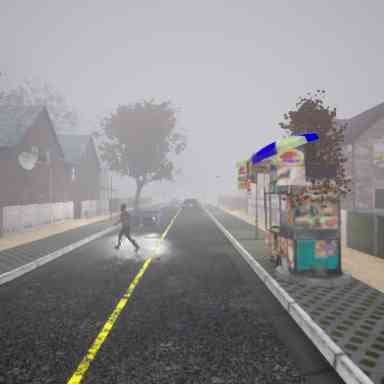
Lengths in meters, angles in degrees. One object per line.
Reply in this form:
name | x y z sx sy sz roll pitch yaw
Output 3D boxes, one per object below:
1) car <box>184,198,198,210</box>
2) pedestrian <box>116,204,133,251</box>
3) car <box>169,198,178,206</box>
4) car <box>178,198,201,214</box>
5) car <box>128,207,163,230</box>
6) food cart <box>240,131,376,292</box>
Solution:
car | -0.153 1.636 45.751 1.837 1.490 4.892 0 0 0
pedestrian | -2.526 1.306 12.467 0.375 1.860 0.375 1 -1 -1
car | -3.125 1.795 61.992 2.033 1.411 5.357 0 0 0
car | -0.091 1.432 35.807 2.097 1.767 4.553 0 0 0
car | -2.962 1.630 21.538 1.895 1.301 4.718 0 0 0
food cart | 2.932 0.472 9.766 2.280 3.560 4.660 -1 -1 0
